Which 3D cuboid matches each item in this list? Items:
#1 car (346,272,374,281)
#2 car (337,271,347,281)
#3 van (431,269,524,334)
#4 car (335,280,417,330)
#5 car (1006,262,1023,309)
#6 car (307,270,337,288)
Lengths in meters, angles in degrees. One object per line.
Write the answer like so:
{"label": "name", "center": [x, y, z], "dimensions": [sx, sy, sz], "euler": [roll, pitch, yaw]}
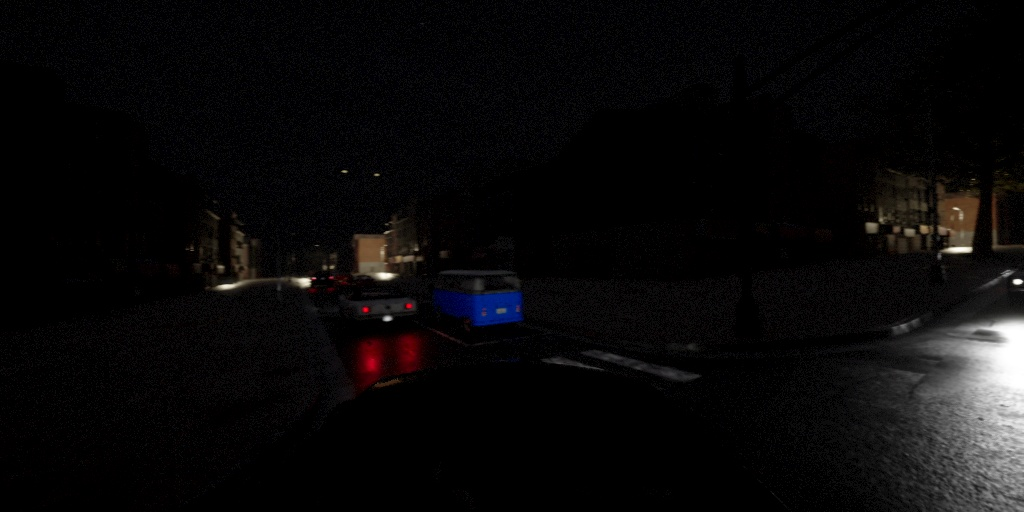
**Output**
{"label": "car", "center": [-12.477, 2.242, 30.153], "dimensions": [1.802, 1.307, 4.207], "euler": [0, 0, -31]}
{"label": "car", "center": [-21.902, 2.751, 46.561], "dimensions": [1.882, 1.535, 5.008], "euler": [-1, -2, -31]}
{"label": "van", "center": [-1.223, 1.323, 11.417], "dimensions": [1.690, 1.789, 3.998], "euler": [0, 0, -31]}
{"label": "car", "center": [-5.033, 1.712, 12.990], "dimensions": [1.895, 1.301, 4.718], "euler": [-1, -1, -32]}
{"label": "car", "center": [14.219, 0.575, 9.018], "dimensions": [4.718, 1.301, 1.895], "euler": [-3, 0, -31]}
{"label": "car", "center": [-20.156, 2.384, 37.893], "dimensions": [2.097, 1.767, 4.553], "euler": [-1, -2, -31]}
